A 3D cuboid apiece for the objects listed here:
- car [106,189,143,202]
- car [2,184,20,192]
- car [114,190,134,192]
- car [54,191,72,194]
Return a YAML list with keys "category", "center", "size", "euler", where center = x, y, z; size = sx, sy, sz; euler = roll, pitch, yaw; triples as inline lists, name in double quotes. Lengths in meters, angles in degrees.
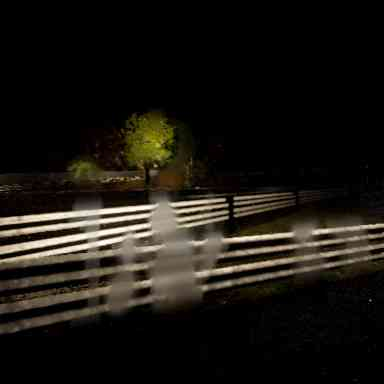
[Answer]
- category: "car"
  center: [-9.110, 0.428, 45.381]
  size: [2.128, 1.511, 4.902]
  euler: [0, 1, 32]
- category: "car"
  center: [-33.160, -0.742, 59.858]
  size: [1.994, 1.385, 4.181]
  euler: [-1, 3, 12]
- category: "car"
  center: [-8.529, 0.566, 39.694]
  size: [2.033, 1.411, 5.357]
  euler: [0, 1, 32]
- category: "car"
  center: [-16.049, 0.642, 40.838]
  size: [1.812, 1.442, 4.674]
  euler: [0, 1, 32]
